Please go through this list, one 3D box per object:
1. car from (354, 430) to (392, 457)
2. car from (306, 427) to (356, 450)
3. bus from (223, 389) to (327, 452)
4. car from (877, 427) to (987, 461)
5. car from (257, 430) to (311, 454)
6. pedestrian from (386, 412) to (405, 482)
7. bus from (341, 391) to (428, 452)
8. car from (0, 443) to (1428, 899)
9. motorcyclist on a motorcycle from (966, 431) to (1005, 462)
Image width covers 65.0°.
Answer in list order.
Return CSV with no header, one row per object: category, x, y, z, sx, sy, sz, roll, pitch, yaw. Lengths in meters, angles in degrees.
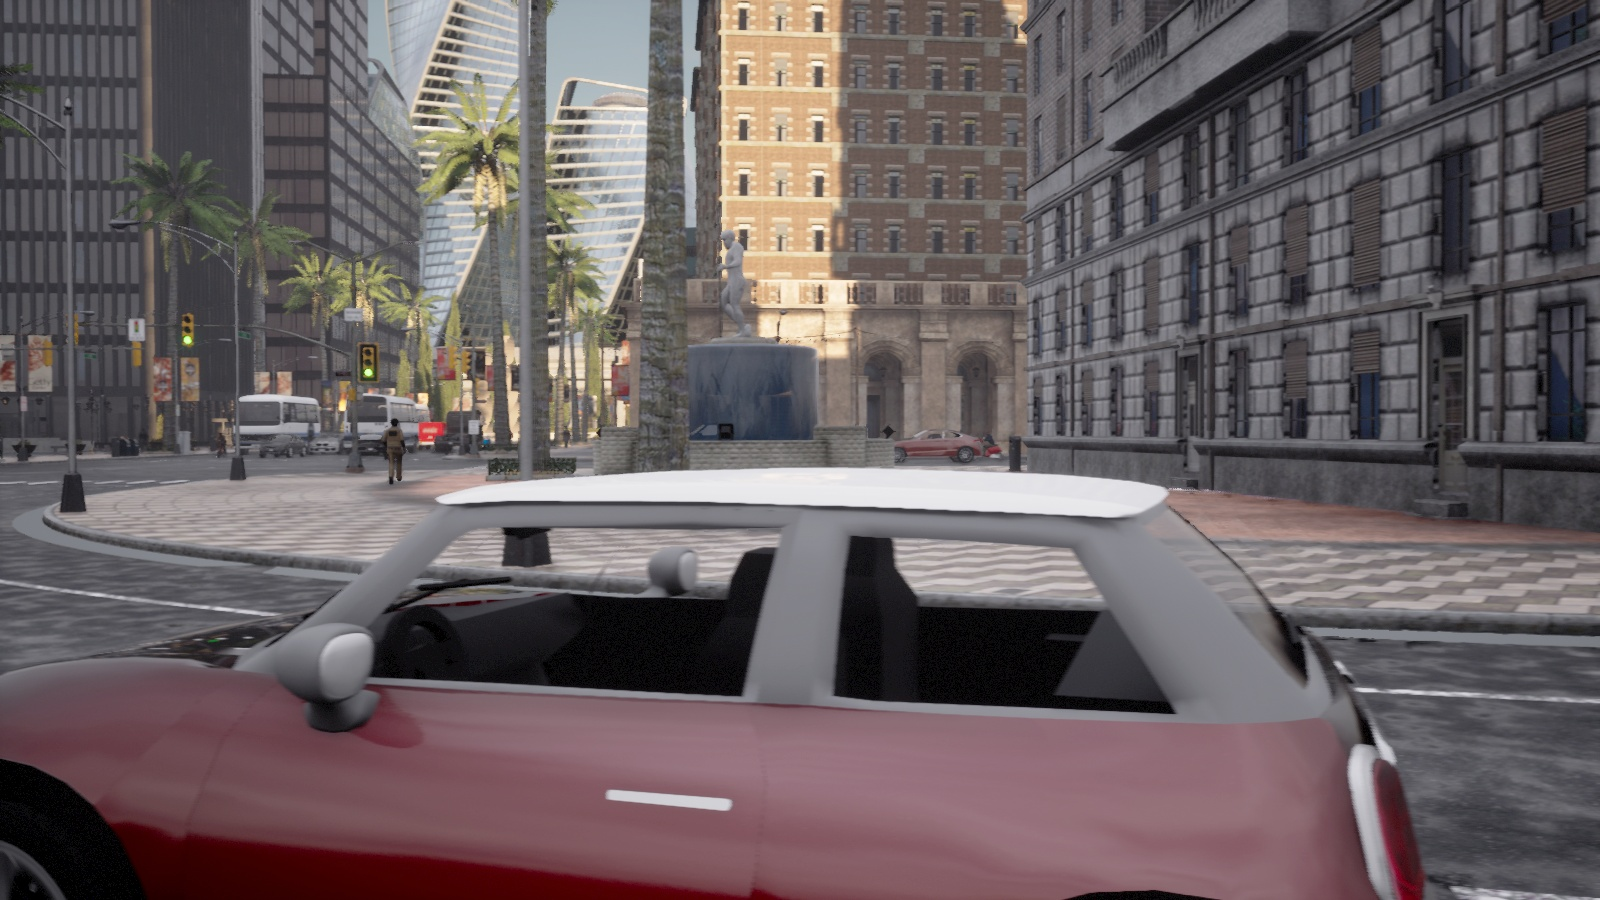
car,-25.152,-0.427,74.113,1.882,1.535,5.008,0,1,-16
car,-33.912,-0.853,90.954,2.242,1.667,4.611,0,1,-5
bus,-37.314,-2.069,89.780,3.944,4.253,10.273,0,1,-6
car,6.391,-0.303,61.203,5.027,1.651,2.152,0,1,-5
car,-32.889,-0.522,80.104,1.837,1.490,4.892,0,1,-5
pedestrian,-11.186,-0.091,34.736,0.396,1.930,0.692,0,1,-6
bus,-30.581,-2.090,92.936,3.944,4.253,10.273,0,1,-5
car,-0.578,0.738,3.395,3.806,1.475,1.970,1,1,18
motorcyclist on a motorcycle,9.622,-0.174,65.074,1.817,1.590,0.866,0,1,-6
